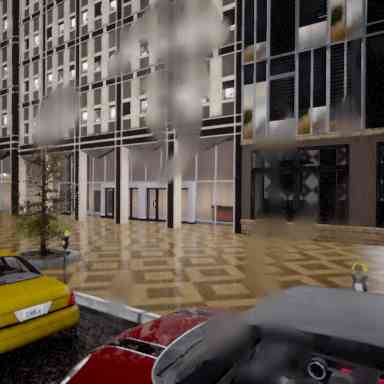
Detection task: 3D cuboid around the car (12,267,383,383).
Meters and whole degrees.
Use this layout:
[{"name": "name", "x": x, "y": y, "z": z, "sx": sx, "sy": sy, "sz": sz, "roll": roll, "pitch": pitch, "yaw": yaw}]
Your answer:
[{"name": "car", "x": 0.821, "y": 1.440, "z": 2.278, "sx": 4.097, "sy": 1.590, "sz": 1.967, "roll": 0, "pitch": 1, "yaw": 36}]

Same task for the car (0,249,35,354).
[{"name": "car", "x": -3.943, "y": 1.526, "z": 5.678, "sx": 4.829, "sy": 1.417, "sz": 1.752, "roll": 0, "pitch": 1, "yaw": 36}]
